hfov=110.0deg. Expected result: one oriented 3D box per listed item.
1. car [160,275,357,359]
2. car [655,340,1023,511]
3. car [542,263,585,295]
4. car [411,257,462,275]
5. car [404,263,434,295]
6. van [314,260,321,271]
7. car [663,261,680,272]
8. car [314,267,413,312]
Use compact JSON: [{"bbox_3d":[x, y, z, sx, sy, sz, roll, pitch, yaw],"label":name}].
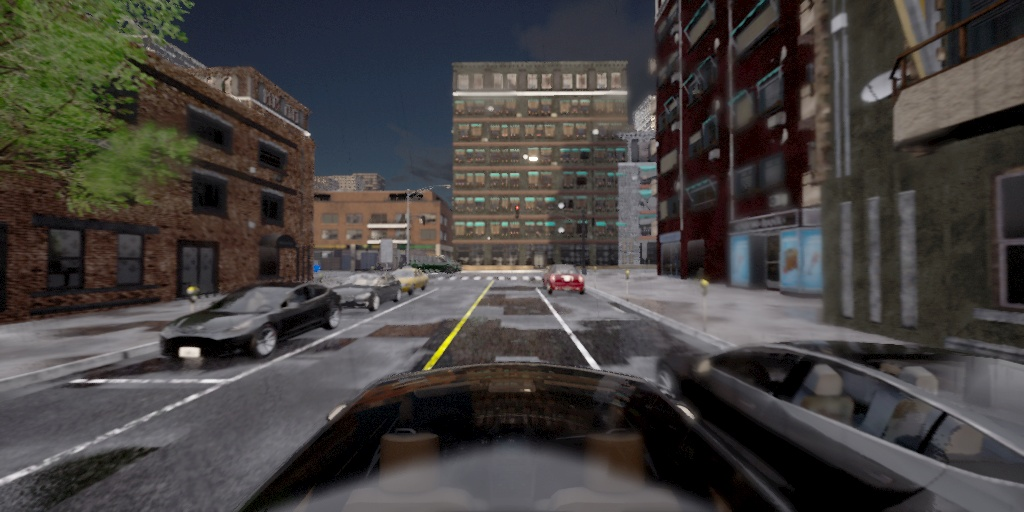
[{"bbox_3d":[-5.654,1.312,8.465,1.948,1.339,4.313,0,0,0],"label":"car"},{"bbox_3d":[2.692,1.315,2.835,1.948,1.339,4.313,0,0,0],"label":"car"},{"bbox_3d":[2.744,1.179,19.891,1.967,1.591,4.097,0,0,0],"label":"car"},{"bbox_3d":[-8.279,1.095,38.859,5.566,2.045,2.150,0,-1,1],"label":"car"},{"bbox_3d":[-5.821,1.265,19.670,1.751,1.417,4.829,0,0,0],"label":"car"},{"bbox_3d":[-26.050,1.376,44.794,3.998,1.789,1.690,0,0,1],"label":"van"},{"bbox_3d":[17.664,1.009,35.769,4.829,1.417,1.751,0,0,1],"label":"car"},{"bbox_3d":[-5.652,1.293,14.153,2.007,1.370,4.403,0,0,0],"label":"car"}]
